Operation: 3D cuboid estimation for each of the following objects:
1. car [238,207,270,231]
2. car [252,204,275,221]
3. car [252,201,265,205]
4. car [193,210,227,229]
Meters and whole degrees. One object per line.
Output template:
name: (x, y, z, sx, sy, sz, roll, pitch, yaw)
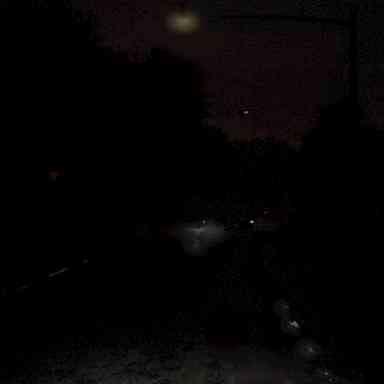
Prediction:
car: (4.612, 2.080, 24.922, 1.994, 1.385, 4.181, 0, -2, 14)
car: (8.266, 2.405, 37.782, 1.837, 1.490, 4.892, 0, -1, 17)
car: (12.938, 2.572, 64.674, 2.150, 2.045, 5.566, 0, -2, 16)
car: (1.490, 2.086, 25.944, 1.994, 1.385, 4.181, 0, -2, 16)
